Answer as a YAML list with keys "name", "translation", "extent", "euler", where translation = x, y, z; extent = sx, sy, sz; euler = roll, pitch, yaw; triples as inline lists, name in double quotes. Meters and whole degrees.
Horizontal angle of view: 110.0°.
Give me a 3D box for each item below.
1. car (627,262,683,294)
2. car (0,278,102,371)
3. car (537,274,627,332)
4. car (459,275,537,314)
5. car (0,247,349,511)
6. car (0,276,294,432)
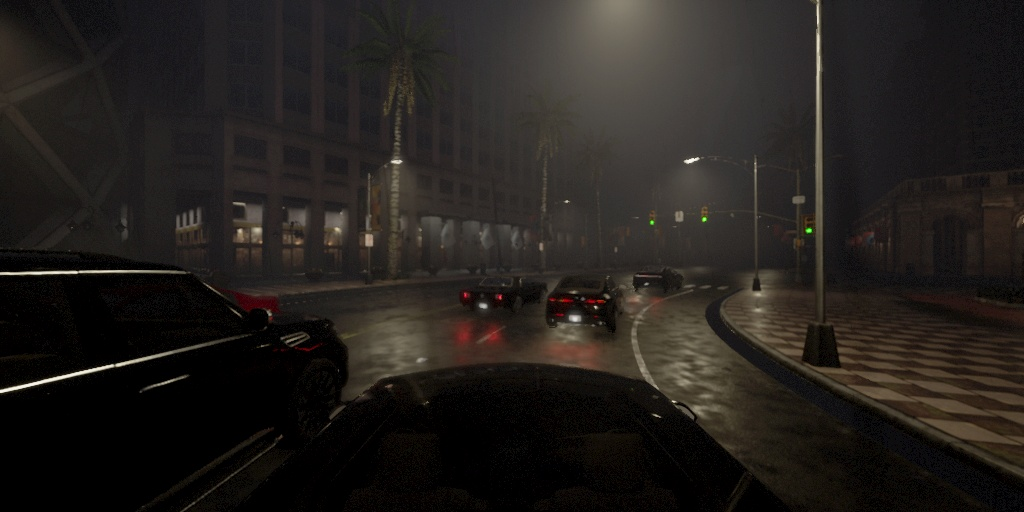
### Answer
- name: "car"
  translation: [8.709, 1.299, 21.212]
  extent: [2.128, 1.511, 4.902]
  euler: [0, 0, 37]
- name: "car"
  translation: [-10.003, 1.241, 5.270]
  extent: [1.882, 1.535, 5.008]
  euler: [0, 0, 8]
- name: "car"
  translation: [2.413, 1.288, 11.191]
  extent: [1.837, 1.490, 4.892]
  euler: [0, 0, 20]
- name: "car"
  translation: [-0.085, 1.392, 14.092]
  extent: [1.895, 1.301, 4.718]
  euler: [0, 0, 23]
- name: "car"
  translation: [-3.134, 0.971, 2.080]
  extent: [2.150, 2.045, 5.566]
  euler: [0, -1, 1]
- name: "car"
  translation: [-6.423, 1.243, 6.012]
  extent: [1.882, 1.535, 5.008]
  euler: [0, 0, 10]
